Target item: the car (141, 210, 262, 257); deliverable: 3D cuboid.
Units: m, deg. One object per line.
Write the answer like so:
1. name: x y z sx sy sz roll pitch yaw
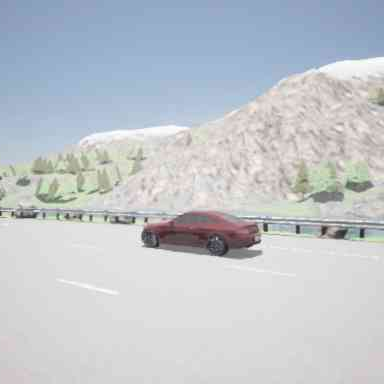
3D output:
1. car: 0.237 1.388 12.297 4.674 1.442 1.812 0 0 33
